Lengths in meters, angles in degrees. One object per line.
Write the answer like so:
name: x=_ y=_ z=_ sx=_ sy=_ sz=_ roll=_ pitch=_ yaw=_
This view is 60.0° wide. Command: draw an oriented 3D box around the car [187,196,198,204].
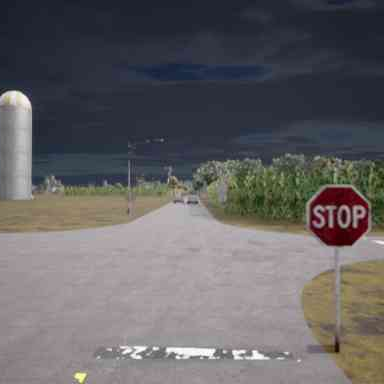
car: x=0.147 y=1.546 z=61.207 sx=1.994 sy=1.385 sz=4.181 roll=0 pitch=0 yaw=0

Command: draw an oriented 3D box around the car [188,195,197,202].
car: x=0.172 y=1.400 z=71.245 sx=1.895 sy=1.301 sz=4.718 roll=0 pitch=0 yaw=0

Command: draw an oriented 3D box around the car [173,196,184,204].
car: x=-2.593 y=1.542 z=65.385 sx=1.994 sy=1.385 sz=4.181 roll=0 pitch=0 yaw=0
